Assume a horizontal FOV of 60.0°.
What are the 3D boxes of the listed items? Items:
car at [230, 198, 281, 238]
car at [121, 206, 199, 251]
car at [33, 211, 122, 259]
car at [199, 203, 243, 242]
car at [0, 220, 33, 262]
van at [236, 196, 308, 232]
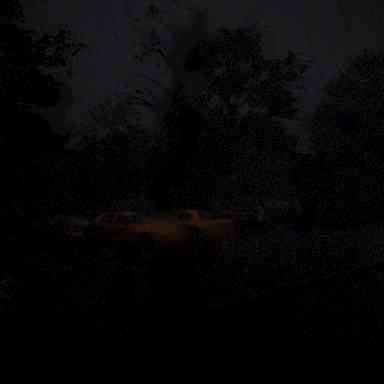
[{"bbox_3d":[2.029,1.361,17.832,4.553,1.767,2.185,-1,0,33],"label":"car"},{"bbox_3d":[-2.583,1.488,14.204,5.366,1.575,1.946,-1,-1,34],"label":"car"},{"bbox_3d":[-5.124,1.537,12.545,4.674,1.452,2.002,-1,-1,34],"label":"car"},{"bbox_3d":[-0.518,1.490,16.171,5.366,1.575,1.946,-1,0,33],"label":"car"},{"bbox_3d":[-7.519,1.540,10.804,4.674,1.452,2.002,-1,-1,34],"label":"car"},{"bbox_3d":[4.454,1.256,19.587,4.442,1.987,1.878,-1,-1,33],"label":"van"}]
